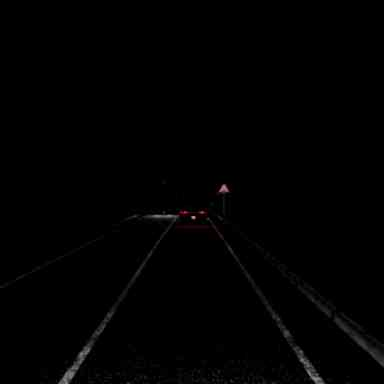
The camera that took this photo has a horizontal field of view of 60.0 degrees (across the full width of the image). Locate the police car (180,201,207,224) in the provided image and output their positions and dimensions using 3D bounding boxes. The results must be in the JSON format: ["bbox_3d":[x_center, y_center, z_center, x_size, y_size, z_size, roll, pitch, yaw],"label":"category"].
[{"bbox_3d":[0.092,1.619,25.496,2.038,1.542,4.974,0,0,0],"label":"police car"}]

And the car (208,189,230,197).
[{"bbox_3d":[7.986,0.794,93.285,5.366,1.575,1.946,0,2,-1],"label":"car"}]

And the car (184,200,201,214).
[{"bbox_3d":[0.083,1.793,41.281,2.033,1.411,5.357,0,0,0],"label":"car"}]

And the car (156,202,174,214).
[{"bbox_3d":[-3.016,1.830,38.366,2.033,1.411,5.357,0,0,0],"label":"car"}]
